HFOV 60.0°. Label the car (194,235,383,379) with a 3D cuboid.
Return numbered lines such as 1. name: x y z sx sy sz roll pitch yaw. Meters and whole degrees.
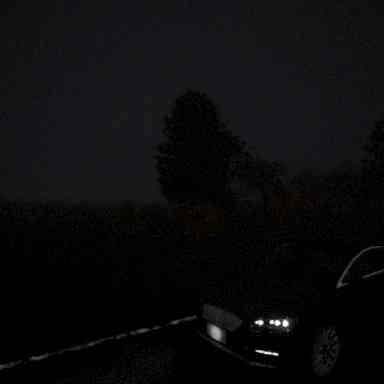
1. car: 2.301 1.544 5.637 4.902 1.511 2.128 1 0 -36
